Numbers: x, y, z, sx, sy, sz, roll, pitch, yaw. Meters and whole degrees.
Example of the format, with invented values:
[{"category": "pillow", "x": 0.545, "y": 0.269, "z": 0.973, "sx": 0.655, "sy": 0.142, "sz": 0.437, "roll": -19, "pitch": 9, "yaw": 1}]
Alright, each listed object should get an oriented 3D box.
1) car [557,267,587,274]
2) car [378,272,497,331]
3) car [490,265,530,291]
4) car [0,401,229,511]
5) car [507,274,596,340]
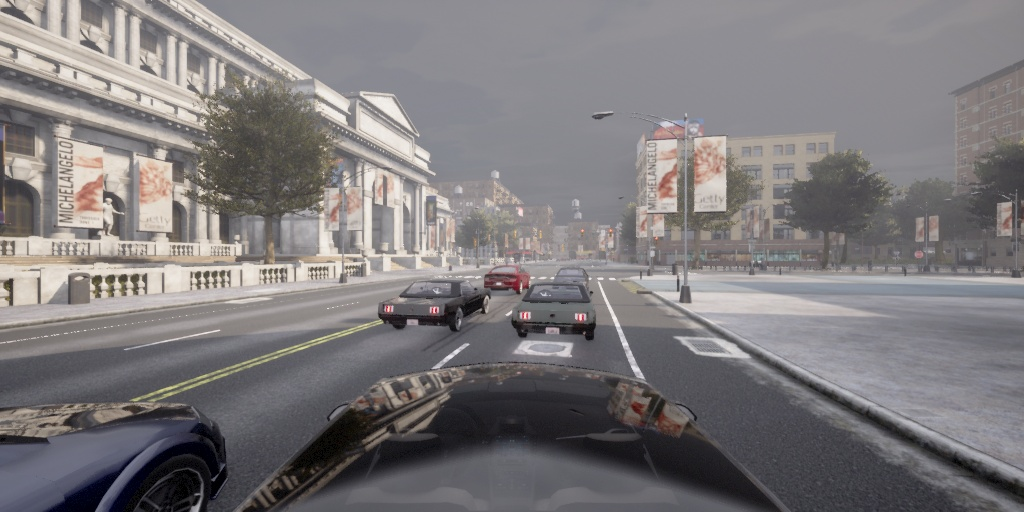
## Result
[{"category": "car", "x": 3.242, "y": 1.297, "z": 19.372, "sx": 2.033, "sy": 1.411, "sz": 5.357, "roll": 0, "pitch": 0, "yaw": 12}, {"category": "car", "x": -2.029, "y": 1.351, "z": 11.027, "sx": 1.895, "sy": 1.301, "sz": 4.718, "roll": 0, "pitch": 0, "yaw": 11}, {"category": "car", "x": -0.152, "y": 1.228, "z": 20.180, "sx": 1.882, "sy": 1.535, "sz": 5.008, "roll": 0, "pitch": 0, "yaw": 12}, {"category": "car", "x": -3.158, "y": 1.314, "z": 1.037, "sx": 1.994, "sy": 1.385, "sz": 4.181, "roll": 0, "pitch": 0, "yaw": -2}, {"category": "car", "x": 1.316, "y": 1.351, "z": 10.020, "sx": 1.895, "sy": 1.301, "sz": 4.718, "roll": 0, "pitch": 0, "yaw": 11}]
